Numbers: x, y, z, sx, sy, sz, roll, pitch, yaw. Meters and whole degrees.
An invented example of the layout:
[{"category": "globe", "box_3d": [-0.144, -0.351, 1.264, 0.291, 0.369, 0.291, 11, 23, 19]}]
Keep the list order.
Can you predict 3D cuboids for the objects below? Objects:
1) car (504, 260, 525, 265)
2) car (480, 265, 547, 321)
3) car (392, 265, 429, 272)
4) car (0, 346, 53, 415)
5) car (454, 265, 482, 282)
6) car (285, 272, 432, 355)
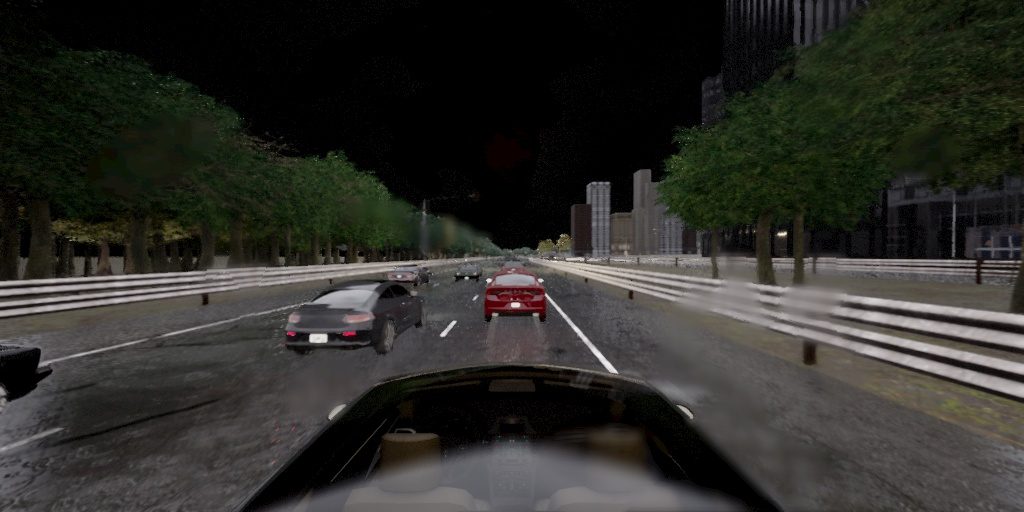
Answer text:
[{"category": "car", "box_3d": [0.107, 1.117, 30.316, 2.097, 1.767, 4.553, 0, 0, 0]}, {"category": "car", "box_3d": [0.102, 1.233, 12.605, 1.882, 1.535, 5.008, 0, 0, 0]}, {"category": "car", "box_3d": [-6.893, 1.310, 24.436, 2.033, 1.411, 5.357, 0, 0, 0]}, {"category": "car", "box_3d": [-6.900, 1.352, 2.451, 1.895, 1.301, 4.718, 0, 0, 0]}, {"category": "car", "box_3d": [-3.393, 1.366, 29.128, 1.895, 1.301, 4.718, 0, 0, 0]}, {"category": "car", "box_3d": [-3.399, 1.280, 8.602, 1.812, 1.442, 4.674, 0, 0, 0]}]
